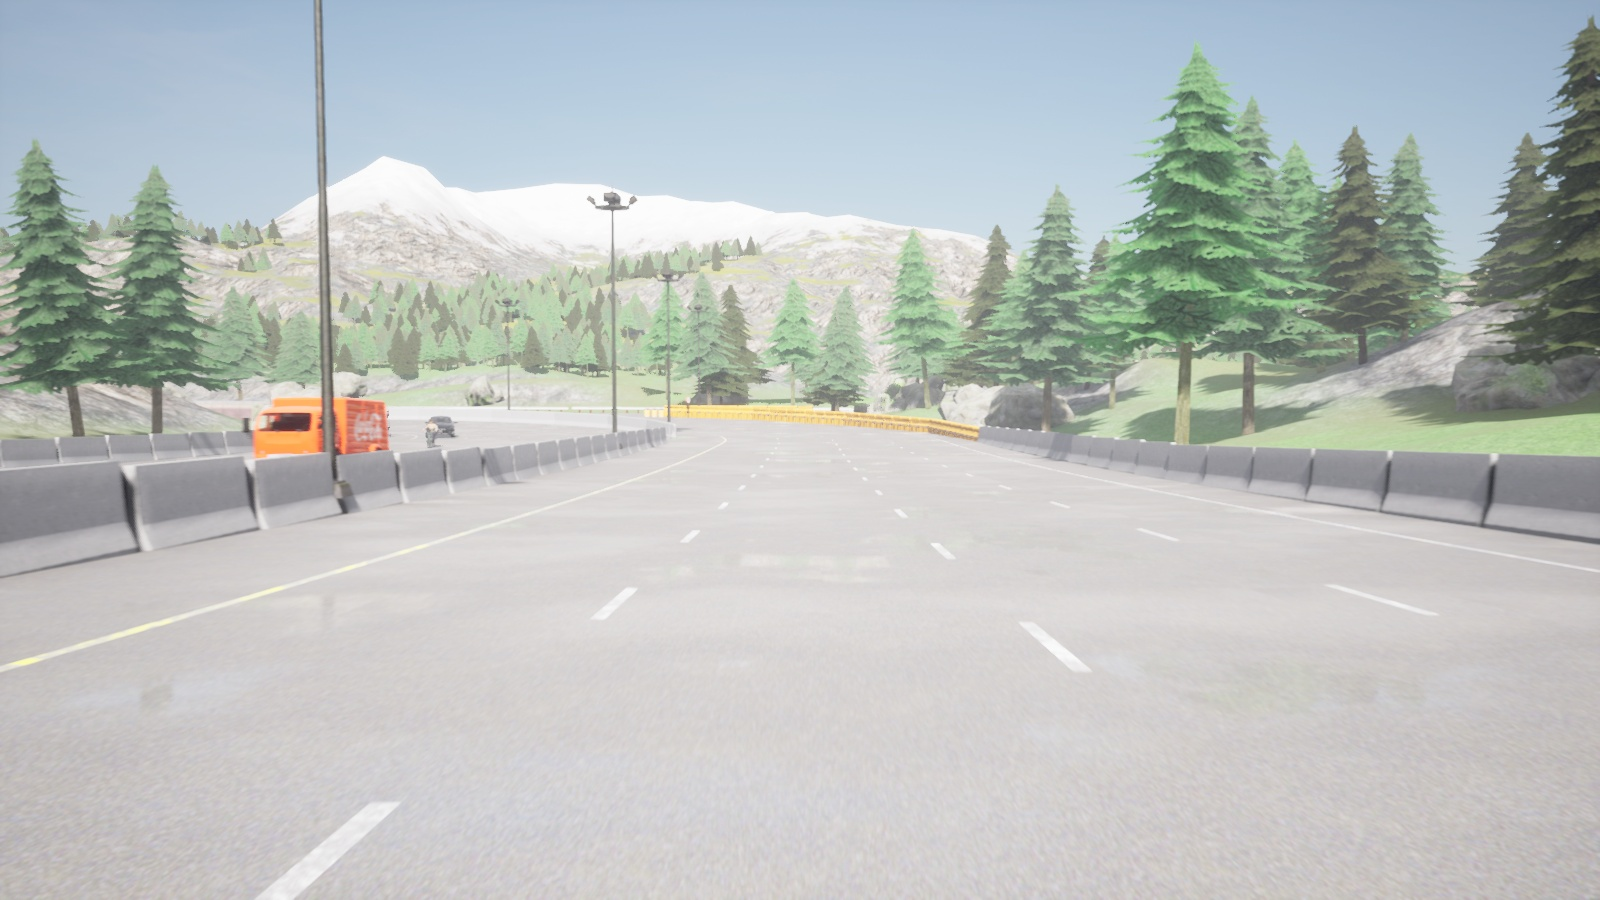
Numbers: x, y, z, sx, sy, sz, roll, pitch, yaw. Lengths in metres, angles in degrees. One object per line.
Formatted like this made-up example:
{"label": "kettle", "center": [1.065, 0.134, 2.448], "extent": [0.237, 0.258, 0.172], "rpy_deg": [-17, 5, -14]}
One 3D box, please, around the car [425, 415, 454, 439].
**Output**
{"label": "car", "center": [-25.058, -1.635, 87.468], "extent": [1.837, 1.490, 4.892], "rpy_deg": [0, 3, -15]}

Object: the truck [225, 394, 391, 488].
{"label": "truck", "center": [-13.782, -0.283, 35.633], "extent": [2.627, 2.467, 5.204], "rpy_deg": [0, 1, 0]}
